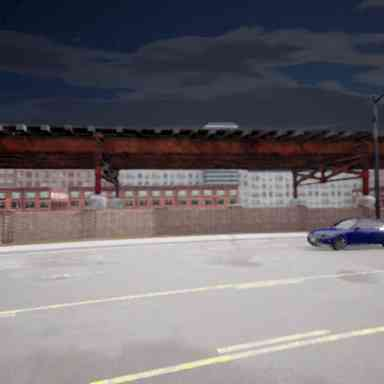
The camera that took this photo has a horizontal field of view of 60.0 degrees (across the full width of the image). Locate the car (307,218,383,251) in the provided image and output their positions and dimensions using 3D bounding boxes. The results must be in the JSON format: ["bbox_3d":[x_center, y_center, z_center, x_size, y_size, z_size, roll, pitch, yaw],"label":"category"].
[{"bbox_3d":[8.031,2.035,16.469,4.674,1.442,1.812,0,-2,-14],"label":"car"}]
